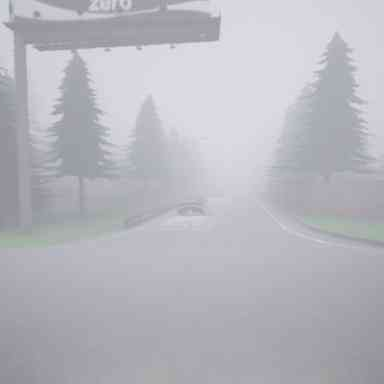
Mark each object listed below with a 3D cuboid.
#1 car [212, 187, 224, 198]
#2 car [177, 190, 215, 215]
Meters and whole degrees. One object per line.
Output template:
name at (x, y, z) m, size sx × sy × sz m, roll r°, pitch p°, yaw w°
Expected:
car at (3.784, -0.012, 49.826) m, size 2.128 × 1.511 × 4.902 m, roll -1°, pitch 2°, yaw 8°
car at (0.231, 0.836, 24.262) m, size 2.033 × 1.411 × 5.357 m, roll -1°, pitch 2°, yaw 8°
